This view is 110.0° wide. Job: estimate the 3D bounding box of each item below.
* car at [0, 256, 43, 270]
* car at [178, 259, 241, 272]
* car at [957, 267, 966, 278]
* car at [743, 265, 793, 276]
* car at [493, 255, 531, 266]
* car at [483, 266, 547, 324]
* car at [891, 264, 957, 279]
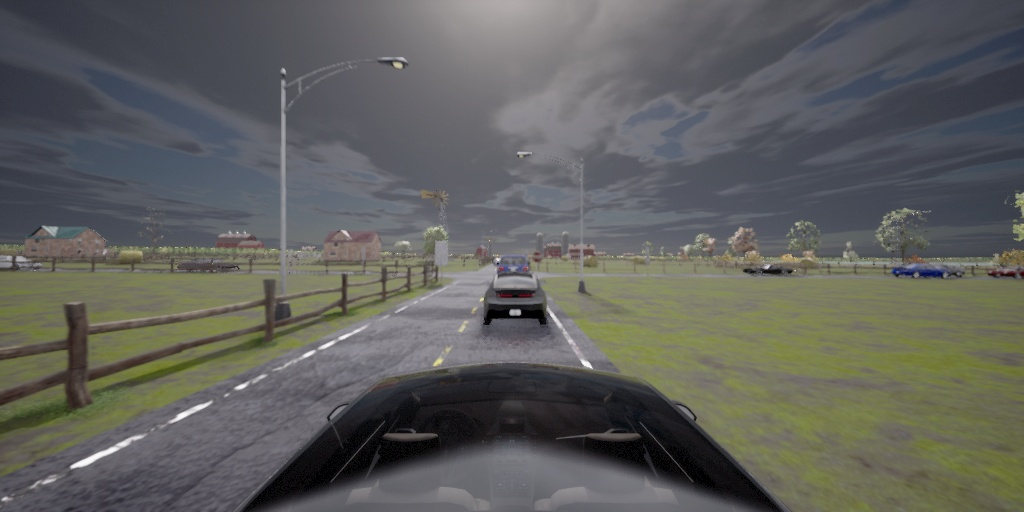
[{"bbox_3d":[-51.871,0.740,37.234,4.674,1.442,1.812,0,-1,-1],"label":"car"},{"bbox_3d":[-31.507,0.966,37.417,5.357,1.411,2.033,1,-1,-1],"label":"car"},{"bbox_3d":[49.149,1.704,41.374,4.902,1.511,2.128,1,-1,-1],"label":"car"},{"bbox_3d":[29.306,1.630,41.195,4.718,1.301,1.895,1,-1,-1],"label":"car"},{"bbox_3d":[0.107,0.959,24.692,2.150,2.045,5.566,0,0,1],"label":"car"},{"bbox_3d":[0.093,1.251,11.928,1.837,1.490,4.892,0,0,0],"label":"car"},{"bbox_3d":[43.877,1.607,38.507,5.008,1.535,1.882,1,-1,0],"label":"car"}]
